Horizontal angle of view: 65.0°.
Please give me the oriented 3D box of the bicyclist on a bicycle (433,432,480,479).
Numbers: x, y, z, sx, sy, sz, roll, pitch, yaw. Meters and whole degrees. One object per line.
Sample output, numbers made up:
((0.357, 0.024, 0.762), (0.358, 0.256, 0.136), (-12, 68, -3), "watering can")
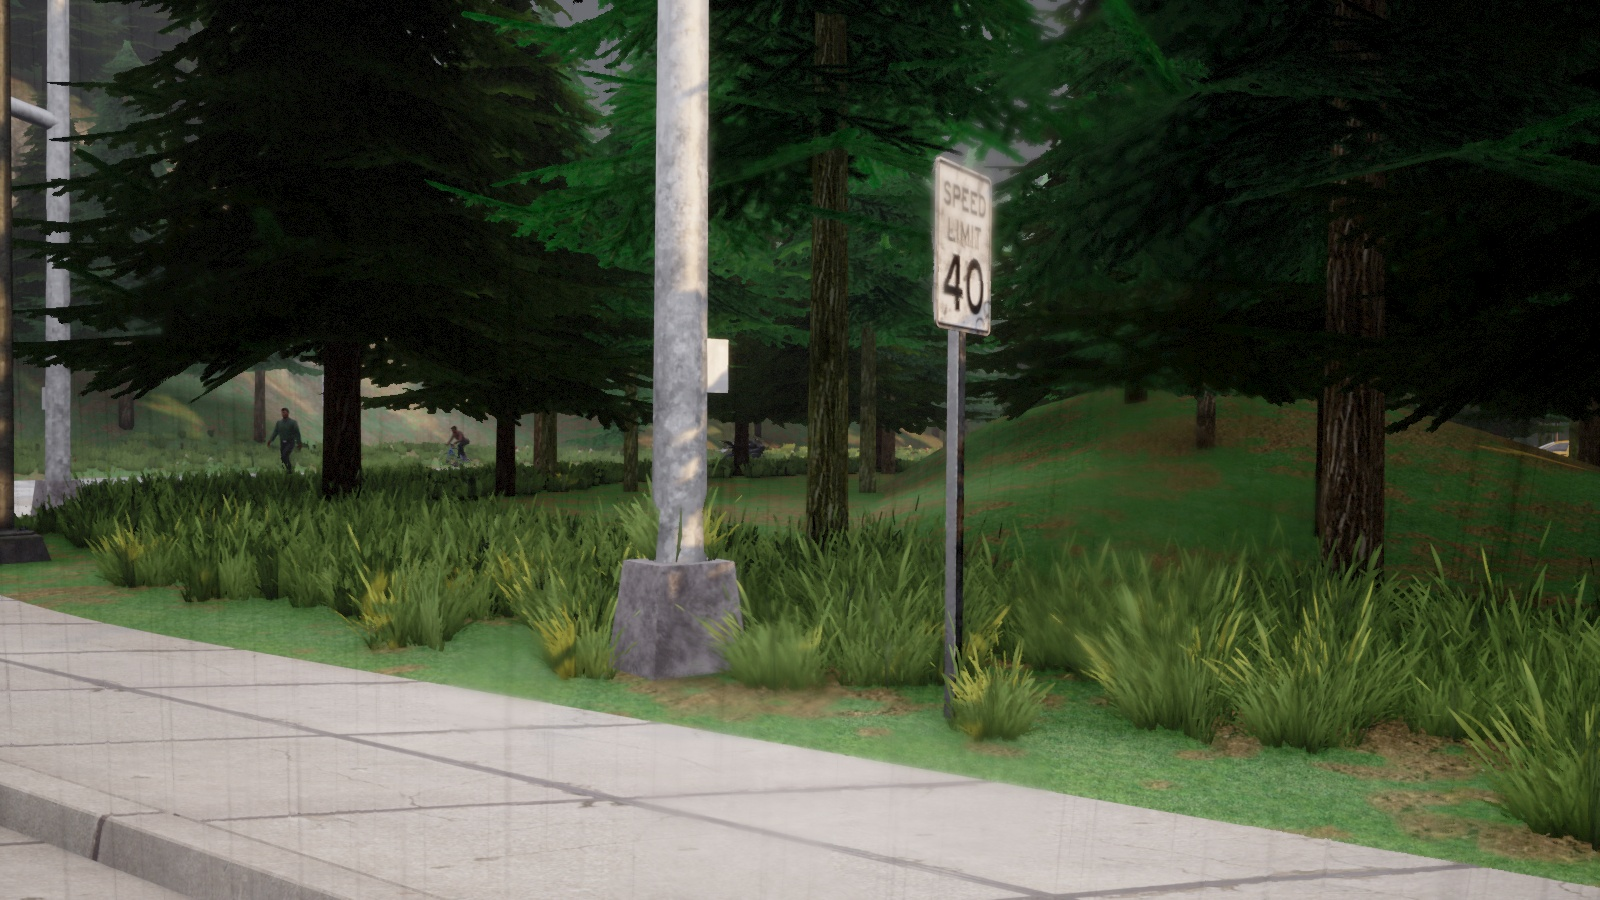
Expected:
((-12.314, 0.181, 45.052), (0.582, 1.620, 1.656), (0, 1, 33), "bicyclist on a bicycle")

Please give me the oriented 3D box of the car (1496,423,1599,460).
((33.110, -0.368, 54.063), (5.366, 1.575, 1.801), (0, 1, 33), "car")

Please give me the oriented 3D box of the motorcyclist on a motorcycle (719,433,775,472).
((-2.144, 0.087, 51.198), (2.191, 1.530, 0.866), (-1, 2, -38), "motorcyclist on a motorcycle")

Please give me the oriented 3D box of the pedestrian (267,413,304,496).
((-12.193, 0.097, 29.792), (0.423, 1.949, 0.788), (0, 1, 10), "pedestrian")
